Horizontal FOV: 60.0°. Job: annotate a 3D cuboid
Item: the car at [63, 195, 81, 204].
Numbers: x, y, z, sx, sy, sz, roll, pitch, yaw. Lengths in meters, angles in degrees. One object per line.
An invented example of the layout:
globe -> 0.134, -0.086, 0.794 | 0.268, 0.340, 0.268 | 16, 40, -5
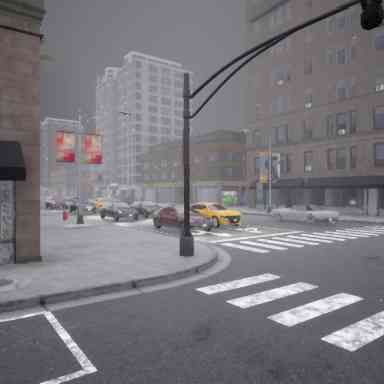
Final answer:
car -> -21.710, 1.407, 60.181 | 1.837, 1.490, 4.892 | 0, 0, -36

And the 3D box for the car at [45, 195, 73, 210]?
car -> -17.434, 1.289, 42.866 | 2.097, 1.767, 4.553 | 0, 0, -35

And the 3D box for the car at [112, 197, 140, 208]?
car -> -9.779, 1.470, 49.190 | 2.033, 1.411, 5.357 | 0, 0, -36

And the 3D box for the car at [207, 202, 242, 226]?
car -> 1.233, 1.451, 22.475 | 1.882, 1.535, 5.008 | 0, 0, -35

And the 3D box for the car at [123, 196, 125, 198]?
car -> -10.127, 1.286, 44.119 | 2.097, 1.767, 4.553 | 0, 0, -36

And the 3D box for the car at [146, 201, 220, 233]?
car -> -0.679, 1.505, 19.589 | 1.812, 1.442, 4.674 | 0, 0, -35

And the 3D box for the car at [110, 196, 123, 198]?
car -> -10.142, 1.422, 38.263 | 1.882, 1.535, 5.008 | 0, 0, -36

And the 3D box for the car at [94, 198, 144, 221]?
car -> -5.997, 1.491, 26.964 | 1.812, 1.442, 4.674 | 0, 0, -36

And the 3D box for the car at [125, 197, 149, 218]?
car -> -4.208, 1.485, 30.040 | 1.812, 1.442, 4.674 | 0, 0, -36

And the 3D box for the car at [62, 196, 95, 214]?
car -> -11.440, 1.443, 34.500 | 2.128, 1.511, 4.902 | 0, 0, -36

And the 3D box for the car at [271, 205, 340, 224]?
car -> 8.126, 1.569, 24.374 | 1.895, 1.301, 4.718 | 0, 0, -36
